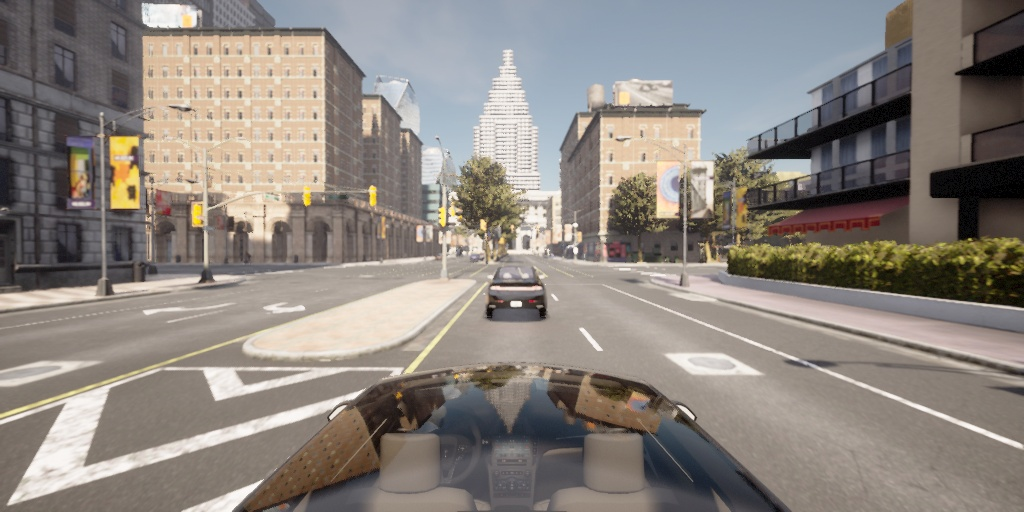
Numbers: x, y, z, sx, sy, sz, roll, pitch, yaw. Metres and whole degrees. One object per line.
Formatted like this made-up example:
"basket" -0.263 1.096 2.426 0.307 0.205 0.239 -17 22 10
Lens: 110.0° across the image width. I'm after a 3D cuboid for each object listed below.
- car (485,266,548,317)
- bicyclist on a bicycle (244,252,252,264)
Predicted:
"car" 0.143 1.077 12.300 2.128 1.511 4.902 0 1 1
"bicyclist on a bicycle" -36.965 0.279 50.228 0.582 1.620 1.656 0 1 0
